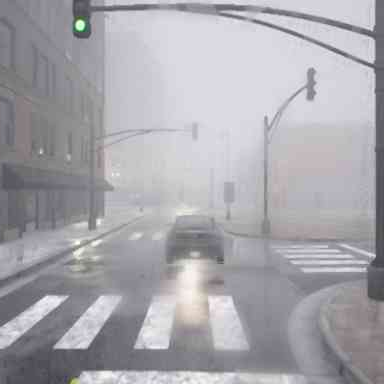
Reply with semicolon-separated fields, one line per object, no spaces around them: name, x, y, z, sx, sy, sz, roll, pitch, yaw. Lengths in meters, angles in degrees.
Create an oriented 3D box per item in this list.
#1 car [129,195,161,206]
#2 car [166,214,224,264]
car;-8.420;1.541;59.627;5.566;2.045;2.150;0;0;9
car;0.096;1.560;12.086;1.837;1.490;4.892;0;0;0
